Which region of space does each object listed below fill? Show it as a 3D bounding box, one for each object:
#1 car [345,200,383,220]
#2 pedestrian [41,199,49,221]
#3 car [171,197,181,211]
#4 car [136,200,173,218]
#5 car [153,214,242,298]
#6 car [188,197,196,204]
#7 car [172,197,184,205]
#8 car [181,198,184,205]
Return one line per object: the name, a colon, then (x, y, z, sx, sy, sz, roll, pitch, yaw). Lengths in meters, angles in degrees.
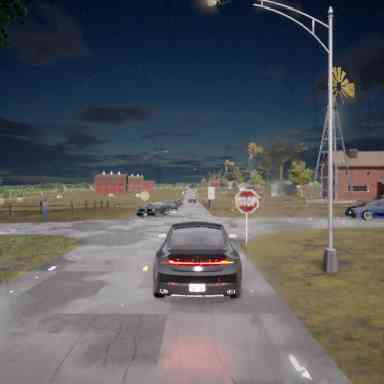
car: (13.532, 1.267, 24.345, 4.181, 1.385, 1.994, -1, 1, -2)
pedestrian: (-12.120, 1.465, 27.530, 0.375, 1.860, 0.375, 0, 2, 0)
car: (-2.789, 1.657, 42.242, 1.994, 1.385, 4.181, 0, 0, 0)
car: (-3.531, 1.643, 30.669, 1.895, 1.301, 4.718, 0, 0, 12)
car: (0.139, 1.507, 8.506, 1.837, 1.490, 4.892, 0, 0, 1)
car: (0.099, 1.999, 78.923, 1.812, 1.442, 4.674, 0, -1, 0)
car: (-2.703, 1.795, 66.051, 2.128, 1.511, 4.902, 0, -1, 1)
car: (-2.753, 1.736, 53.290, 1.994, 1.385, 4.181, 0, 0, 0)
